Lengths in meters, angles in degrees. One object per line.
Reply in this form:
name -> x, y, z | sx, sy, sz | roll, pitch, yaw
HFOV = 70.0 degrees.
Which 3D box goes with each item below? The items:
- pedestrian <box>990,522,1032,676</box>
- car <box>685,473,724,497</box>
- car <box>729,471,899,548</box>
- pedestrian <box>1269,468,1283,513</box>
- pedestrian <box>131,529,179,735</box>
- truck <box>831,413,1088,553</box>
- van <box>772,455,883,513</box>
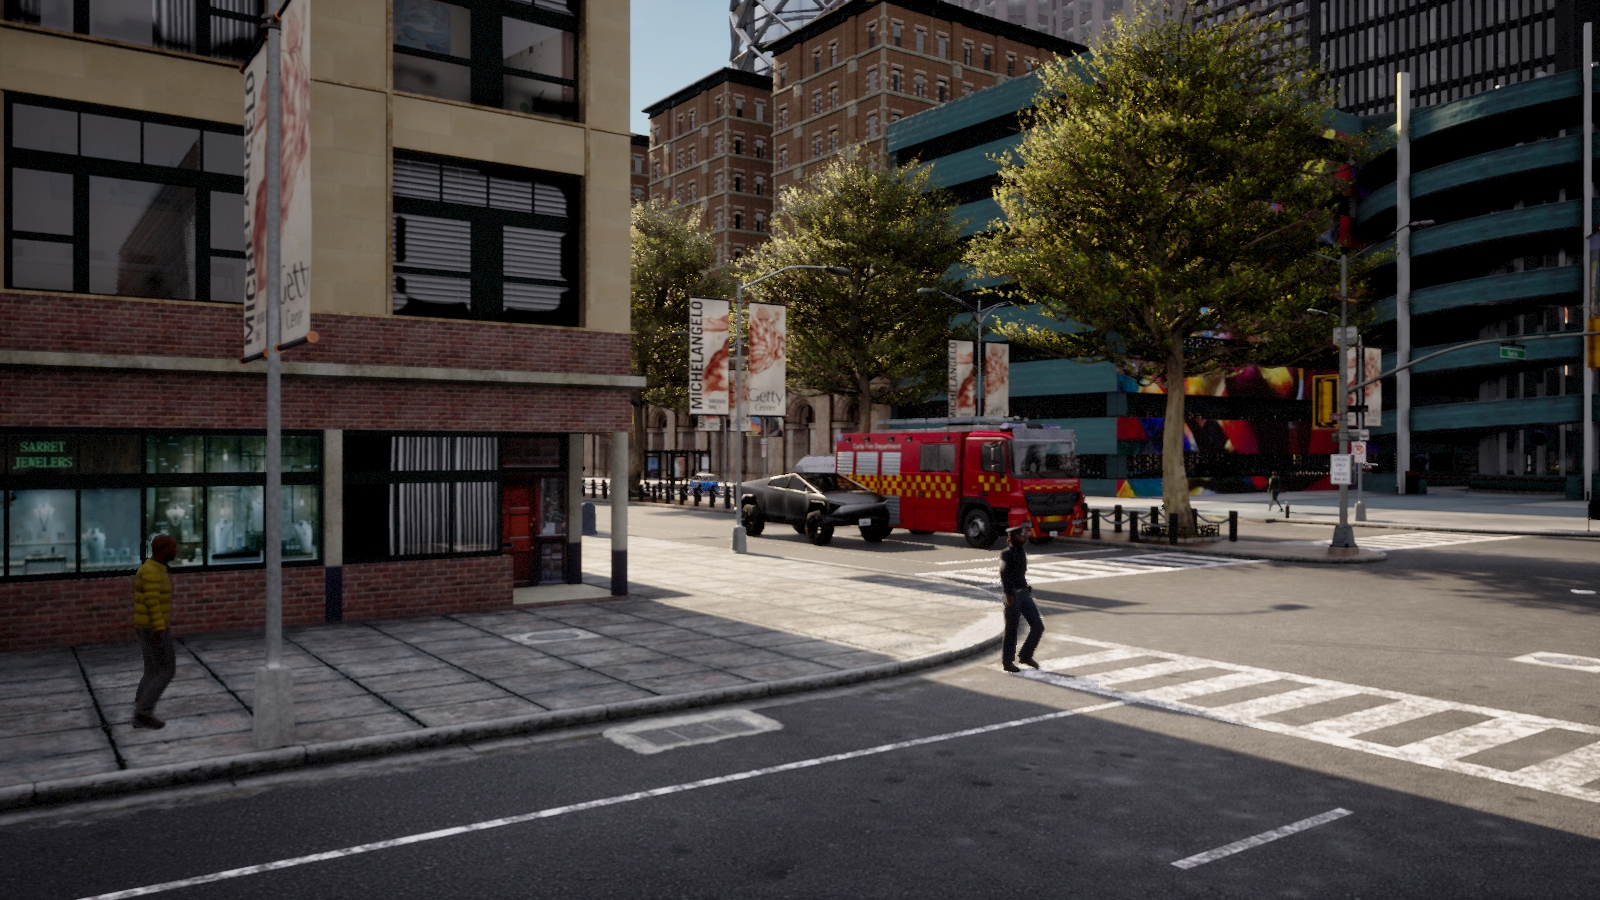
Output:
pedestrian -> 2.650, 1.854, 14.366 | 0.375, 1.860, 0.375 | 0, 0, -43
car -> -5.923, 2.136, 70.468 | 1.481, 1.376, 2.207 | 0, 0, -35
car -> 0.282, 1.763, 36.062 | 2.390, 2.098, 6.274 | 0, 0, -31
pedestrian -> 20.121, 1.715, 48.318 | 0.375, 1.860, 0.375 | 0, 0, -20
pedestrian -> -6.087, 1.697, 10.784 | 0.375, 1.860, 0.375 | 0, 0, -32
truck -> 4.668, 0.902, 35.489 | 2.891, 3.827, 8.468 | 0, 0, -35
van -> 1.220, 1.548, 54.511 | 1.988, 2.561, 5.915 | 0, 0, -38
